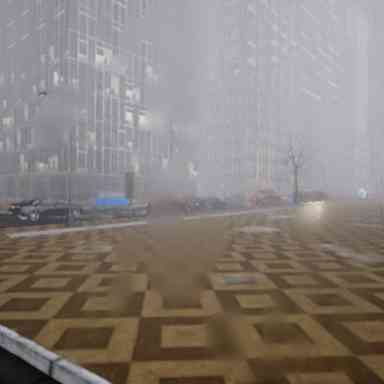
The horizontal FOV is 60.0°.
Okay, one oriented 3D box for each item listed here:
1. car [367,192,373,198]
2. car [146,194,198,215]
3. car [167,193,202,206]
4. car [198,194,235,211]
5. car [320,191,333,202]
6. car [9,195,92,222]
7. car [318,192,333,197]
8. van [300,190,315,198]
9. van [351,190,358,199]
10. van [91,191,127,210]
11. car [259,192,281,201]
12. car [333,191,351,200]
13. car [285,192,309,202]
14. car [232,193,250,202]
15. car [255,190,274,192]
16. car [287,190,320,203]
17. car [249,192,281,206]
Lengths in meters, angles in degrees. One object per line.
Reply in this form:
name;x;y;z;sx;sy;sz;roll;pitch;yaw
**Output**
car;38.782;0.701;75.233;2.008;1.369;4.403;2;2;41
car;-1.806;1.034;27.605;1.967;1.590;4.097;2;2;41
car;-0.865;0.923;41.799;1.887;1.381;4.507;2;2;41
car;1.848;1.118;31.967;1.947;1.339;4.313;2;2;41
car;20.293;0.665;53.615;2.192;1.841;5.009;2;2;41
car;-9.742;1.104;22.667;2.128;1.511;4.902;1;1;41
car;32.427;0.583;80.696;1.947;1.339;4.313;2;2;41
van;25.033;0.438;72.046;1.690;1.788;3.998;2;2;41
van;35.087;0.531;70.906;1.690;1.788;3.998;2;2;41
van;-8.344;0.799;33.223;1.690;1.788;3.998;2;2;41
car;13.935;0.783;59.083;1.947;1.339;4.313;2;2;41
car;27.797;0.794;62.394;1.752;1.417;4.829;2;2;41
car;17.229;0.796;54.172;1.882;1.535;5.008;1;1;41
car;6.537;0.864;50.437;1.947;1.339;4.313;2;2;41
car;10.749;0.881;46.527;2.128;1.511;4.902;1;1;41
car;16.594;0.705;49.293;2.192;1.841;5.009;2;2;41
car;9.194;1.052;40.654;1.802;1.307;4.206;2;2;41
